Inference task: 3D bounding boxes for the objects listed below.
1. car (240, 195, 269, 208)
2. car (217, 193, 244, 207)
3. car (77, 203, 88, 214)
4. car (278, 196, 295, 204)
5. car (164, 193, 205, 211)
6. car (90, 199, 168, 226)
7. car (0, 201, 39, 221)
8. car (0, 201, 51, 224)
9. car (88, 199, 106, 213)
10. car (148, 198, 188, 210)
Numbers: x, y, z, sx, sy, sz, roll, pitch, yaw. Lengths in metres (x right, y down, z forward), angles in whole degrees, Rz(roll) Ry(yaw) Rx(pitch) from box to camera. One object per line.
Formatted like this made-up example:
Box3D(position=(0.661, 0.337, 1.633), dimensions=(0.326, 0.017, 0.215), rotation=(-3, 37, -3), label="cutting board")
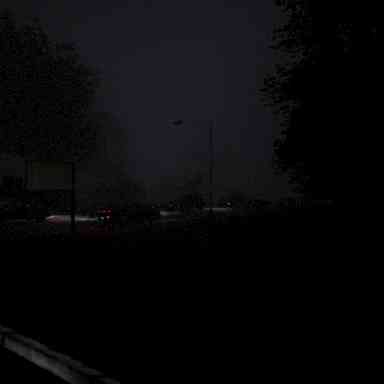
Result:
Box3D(position=(9.097, 1.489, 46.687), dimensions=(1.895, 1.301, 4.718), rotation=(0, 0, 36), label="car")
Box3D(position=(5.778, 1.111, 48.309), dimensions=(2.150, 2.045, 5.566), rotation=(0, 0, 36), label="car")
Box3D(position=(-9.465, 1.465, 34.274), dimensions=(2.128, 1.511, 4.902), rotation=(0, 0, 38), label="car")
Box3D(position=(16.435, 1.362, 57.604), dimensions=(1.994, 1.385, 4.181), rotation=(0, 0, 32), label="car")
Box3D(position=(-0.701, 1.169, 39.759), dimensions=(2.150, 2.045, 5.566), rotation=(0, 0, 38), label="car")
Box3D(position=(-4.327, 1.479, 23.578), dimensions=(2.128, 1.511, 4.902), rotation=(0, 0, 39), label="car")
Box3D(position=(-15.197, 1.507, 27.091), dimensions=(1.812, 1.442, 4.674), rotation=(0, 0, 40), label="car")
Box3D(position=(-12.883, 1.475, 24.383), dimensions=(2.128, 1.511, 4.902), rotation=(0, 0, 39), label="car")
Box3D(position=(-6.995, 1.454, 31.756), dimensions=(1.882, 1.535, 5.008), rotation=(0, 0, 39), label="car")
Box3D(position=(-3.031, 1.489, 42.457), dimensions=(2.033, 1.411, 5.357), rotation=(0, 0, 38), label="car")
